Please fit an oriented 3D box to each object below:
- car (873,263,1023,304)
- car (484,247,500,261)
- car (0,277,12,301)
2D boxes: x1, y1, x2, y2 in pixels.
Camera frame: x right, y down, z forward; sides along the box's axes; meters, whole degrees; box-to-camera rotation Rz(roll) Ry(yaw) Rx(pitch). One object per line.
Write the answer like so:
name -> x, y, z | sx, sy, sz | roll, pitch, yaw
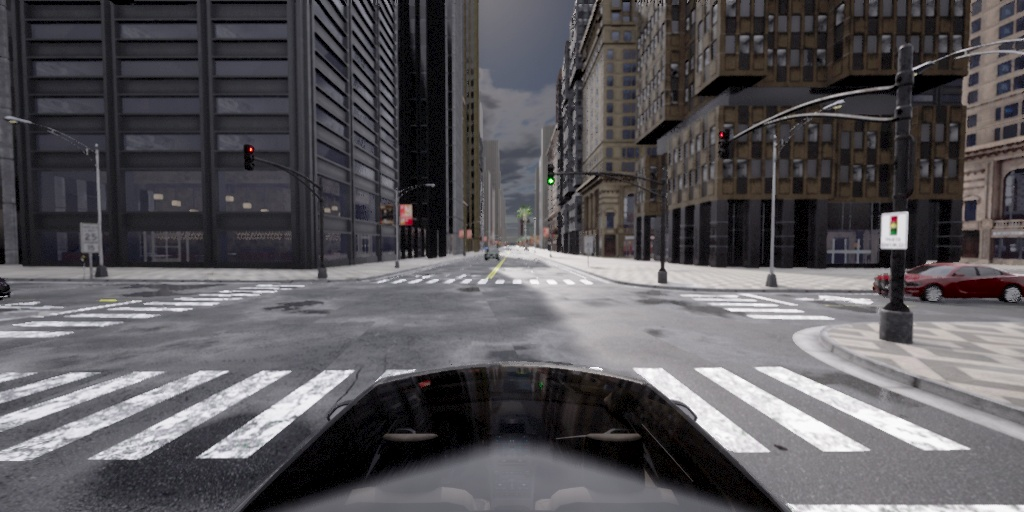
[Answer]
car -> 17.900, 1.039, 14.755 | 5.008, 1.535, 1.882 | 0, 2, 0
car -> -3.057, -0.259, 55.254 | 2.150, 2.045, 5.566 | 0, 2, 0
car -> -19.371, 0.898, 11.516 | 4.902, 1.511, 2.128 | 1, 2, 0
